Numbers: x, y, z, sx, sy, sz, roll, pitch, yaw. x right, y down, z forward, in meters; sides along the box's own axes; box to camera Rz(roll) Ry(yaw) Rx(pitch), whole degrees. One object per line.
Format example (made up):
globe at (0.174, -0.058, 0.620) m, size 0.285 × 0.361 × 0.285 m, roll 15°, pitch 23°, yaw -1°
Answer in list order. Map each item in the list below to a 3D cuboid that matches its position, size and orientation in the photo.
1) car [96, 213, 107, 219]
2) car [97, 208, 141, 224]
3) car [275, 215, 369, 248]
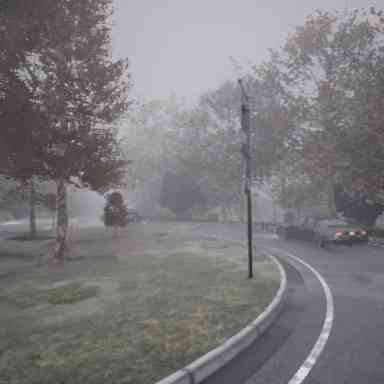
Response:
car at (-21.156, 5.594, 78.004) m, size 1.895 × 1.301 × 4.718 m, roll -1°, pitch -6°, yaw -7°
car at (-6.704, 2.262, 30.951) m, size 4.902 × 1.511 × 2.128 m, roll -2°, pitch -1°, yaw 44°
car at (6.187, 1.871, 16.630) m, size 2.033 × 1.411 × 5.357 m, roll -1°, pitch -1°, yaw -15°
